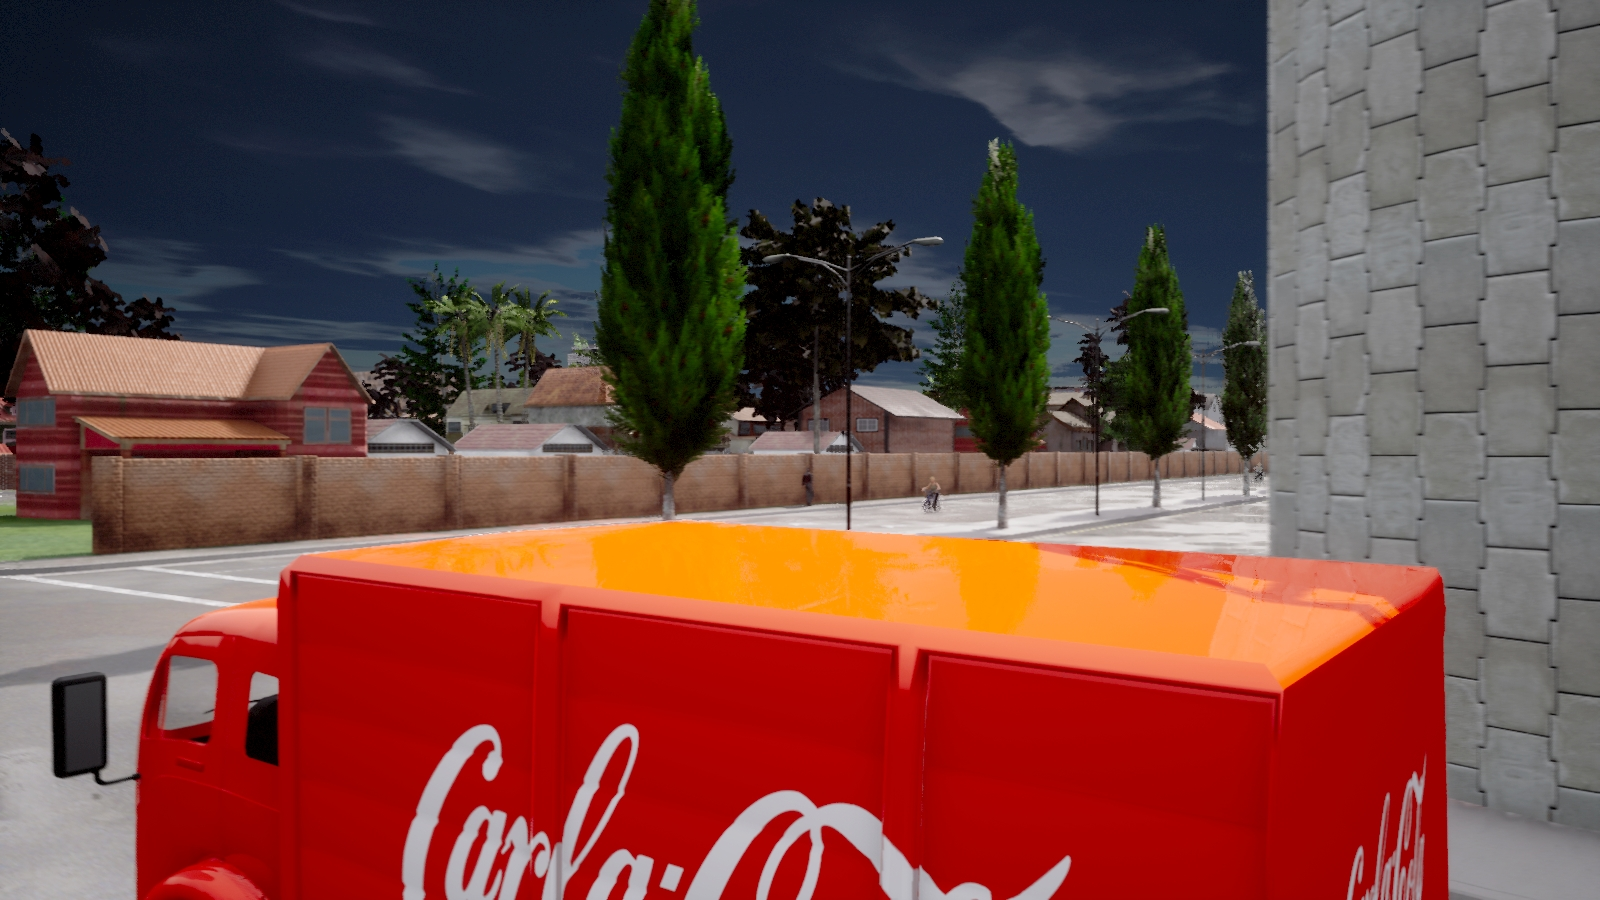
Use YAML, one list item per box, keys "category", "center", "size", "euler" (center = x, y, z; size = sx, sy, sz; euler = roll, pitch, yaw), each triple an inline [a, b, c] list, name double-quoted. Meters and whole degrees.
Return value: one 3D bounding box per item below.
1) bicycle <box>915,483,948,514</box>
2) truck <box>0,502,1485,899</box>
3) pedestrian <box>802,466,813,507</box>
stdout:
- category: "bicycle"
  center: [5.891, 2.147, 51.030]
  size: [0.859, 1.301, 1.487]
  euler: [0, 0, 35]
- category: "truck"
  center: [-0.566, 1.567, 4.373]
  size: [5.204, 2.467, 2.627]
  euler: [0, 1, 37]
- category: "pedestrian"
  center: [0.348, 1.700, 53.097]
  size: [0.375, 1.860, 0.375]
  euler: [0, 0, 31]
